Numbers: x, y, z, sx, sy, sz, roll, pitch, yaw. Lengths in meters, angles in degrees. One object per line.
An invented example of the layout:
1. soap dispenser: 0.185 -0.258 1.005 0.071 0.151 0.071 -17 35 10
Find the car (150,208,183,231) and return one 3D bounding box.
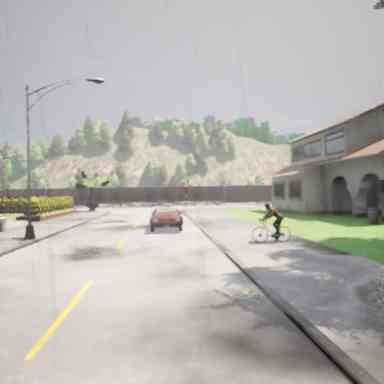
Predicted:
1. car: -1.598 1.609 20.682 1.895 1.301 4.718 -1 0 -5

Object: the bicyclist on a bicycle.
1. bicyclist on a bicycle: 3.229 1.277 13.519 1.656 1.620 0.582 -1 0 -5
